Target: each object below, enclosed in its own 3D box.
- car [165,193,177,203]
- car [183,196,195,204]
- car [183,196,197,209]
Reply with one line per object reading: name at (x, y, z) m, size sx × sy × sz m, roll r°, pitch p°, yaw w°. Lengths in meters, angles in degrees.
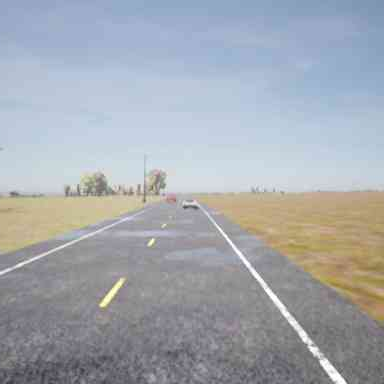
car at (-4.459, 1.208, 71.591) m, size 2.150 × 2.045 × 5.566 m, roll 0°, pitch 0°, yaw -1°
car at (-0.648, 1.469, 62.676) m, size 2.128 × 1.511 × 4.902 m, roll 0°, pitch 0°, yaw -1°
car at (-0.288, 1.572, 44.489) m, size 1.895 × 1.301 × 4.718 m, roll 0°, pitch 0°, yaw -1°
